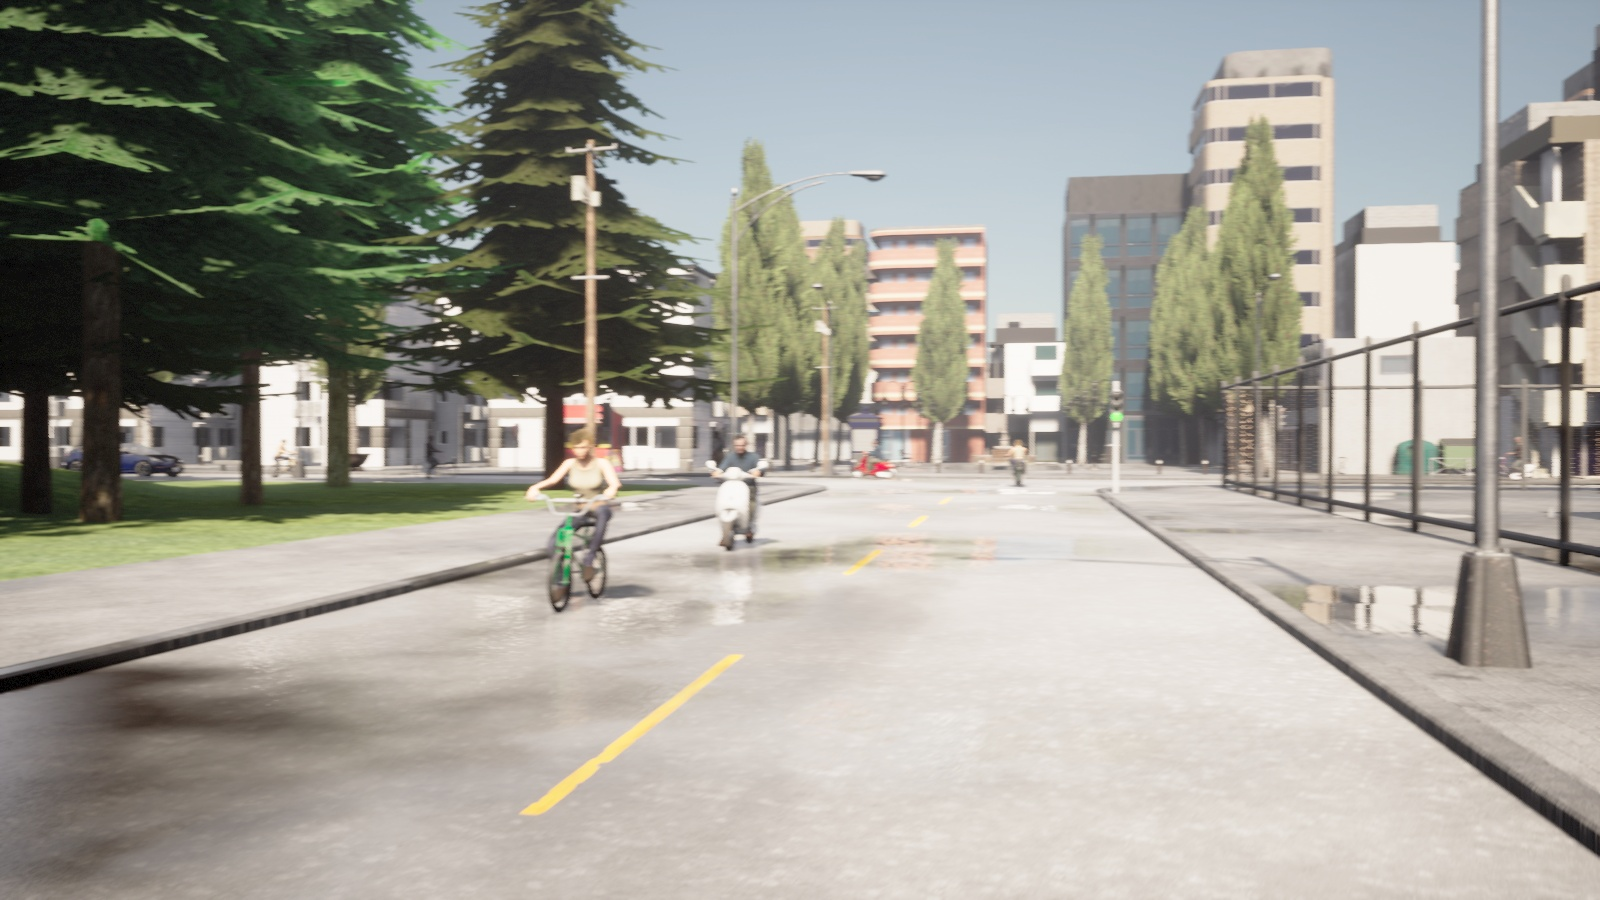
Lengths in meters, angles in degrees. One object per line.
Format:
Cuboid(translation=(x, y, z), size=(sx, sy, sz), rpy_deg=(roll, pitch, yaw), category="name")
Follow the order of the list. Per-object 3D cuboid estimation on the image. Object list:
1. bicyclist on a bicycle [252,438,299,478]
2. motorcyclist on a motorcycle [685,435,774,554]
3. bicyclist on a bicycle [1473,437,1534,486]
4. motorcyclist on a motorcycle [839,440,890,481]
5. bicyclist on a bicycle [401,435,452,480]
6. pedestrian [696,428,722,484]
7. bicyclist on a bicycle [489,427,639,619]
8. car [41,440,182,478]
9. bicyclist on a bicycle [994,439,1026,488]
Cuboid(translation=(-21.178, 0.324, 50.686), size=(1.509, 1.612, 0.866), rpy_deg=(0, 0, 10), category="bicyclist on a bicycle")
Cuboid(translation=(-0.972, 0.593, 17.824), size=(0.866, 1.590, 1.817), rpy_deg=(0, 0, 10), category="motorcyclist on a motorcycle")
Cuboid(translation=(26.119, 0.425, 46.648), size=(1.843, 1.776, 0.659), rpy_deg=(0, 0, 10), category="bicyclist on a bicycle")
Cuboid(translation=(2.579, 0.416, 50.166), size=(1.817, 1.590, 0.866), rpy_deg=(0, 2, 25), category="motorcyclist on a motorcycle")
Cuboid(translation=(-14.745, 0.284, 49.597), size=(1.843, 1.776, 0.659), rpy_deg=(0, 0, 10), category="bicyclist on a bicycle")
Cuboid(translation=(-3.028, 0.204, 41.834), size=(0.694, 1.848, 0.540), rpy_deg=(0, 0, 17), category="pedestrian")
Cuboid(translation=(-2.096, 0.611, 11.355), size=(0.866, 1.612, 1.509), rpy_deg=(0, 0, 9), category="bicyclist on a bicycle")
Cuboid(translation=(-28.424, 0.359, 51.930), size=(4.792, 1.488, 2.163), rpy_deg=(0, 0, 10), category="car")
Cuboid(translation=(7.125, 0.457, 42.620), size=(0.866, 1.612, 1.509), rpy_deg=(-1, 0, 1), category="bicyclist on a bicycle")
